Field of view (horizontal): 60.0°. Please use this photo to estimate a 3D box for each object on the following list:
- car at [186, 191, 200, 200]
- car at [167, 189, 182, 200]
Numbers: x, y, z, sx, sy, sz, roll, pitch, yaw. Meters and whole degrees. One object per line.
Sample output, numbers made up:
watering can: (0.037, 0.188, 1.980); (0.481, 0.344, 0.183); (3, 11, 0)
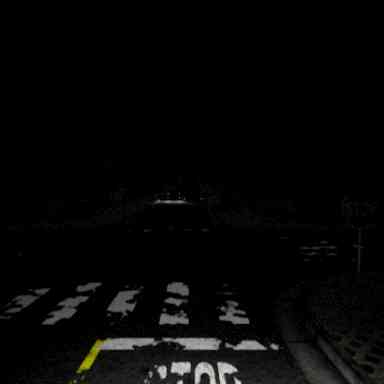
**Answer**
car: (0.100, 0.521, 50.479); (1.994, 1.385, 4.181); (0, 2, 0)
car: (-2.649, 0.303, 50.663); (2.097, 1.767, 4.553); (0, 2, 0)
